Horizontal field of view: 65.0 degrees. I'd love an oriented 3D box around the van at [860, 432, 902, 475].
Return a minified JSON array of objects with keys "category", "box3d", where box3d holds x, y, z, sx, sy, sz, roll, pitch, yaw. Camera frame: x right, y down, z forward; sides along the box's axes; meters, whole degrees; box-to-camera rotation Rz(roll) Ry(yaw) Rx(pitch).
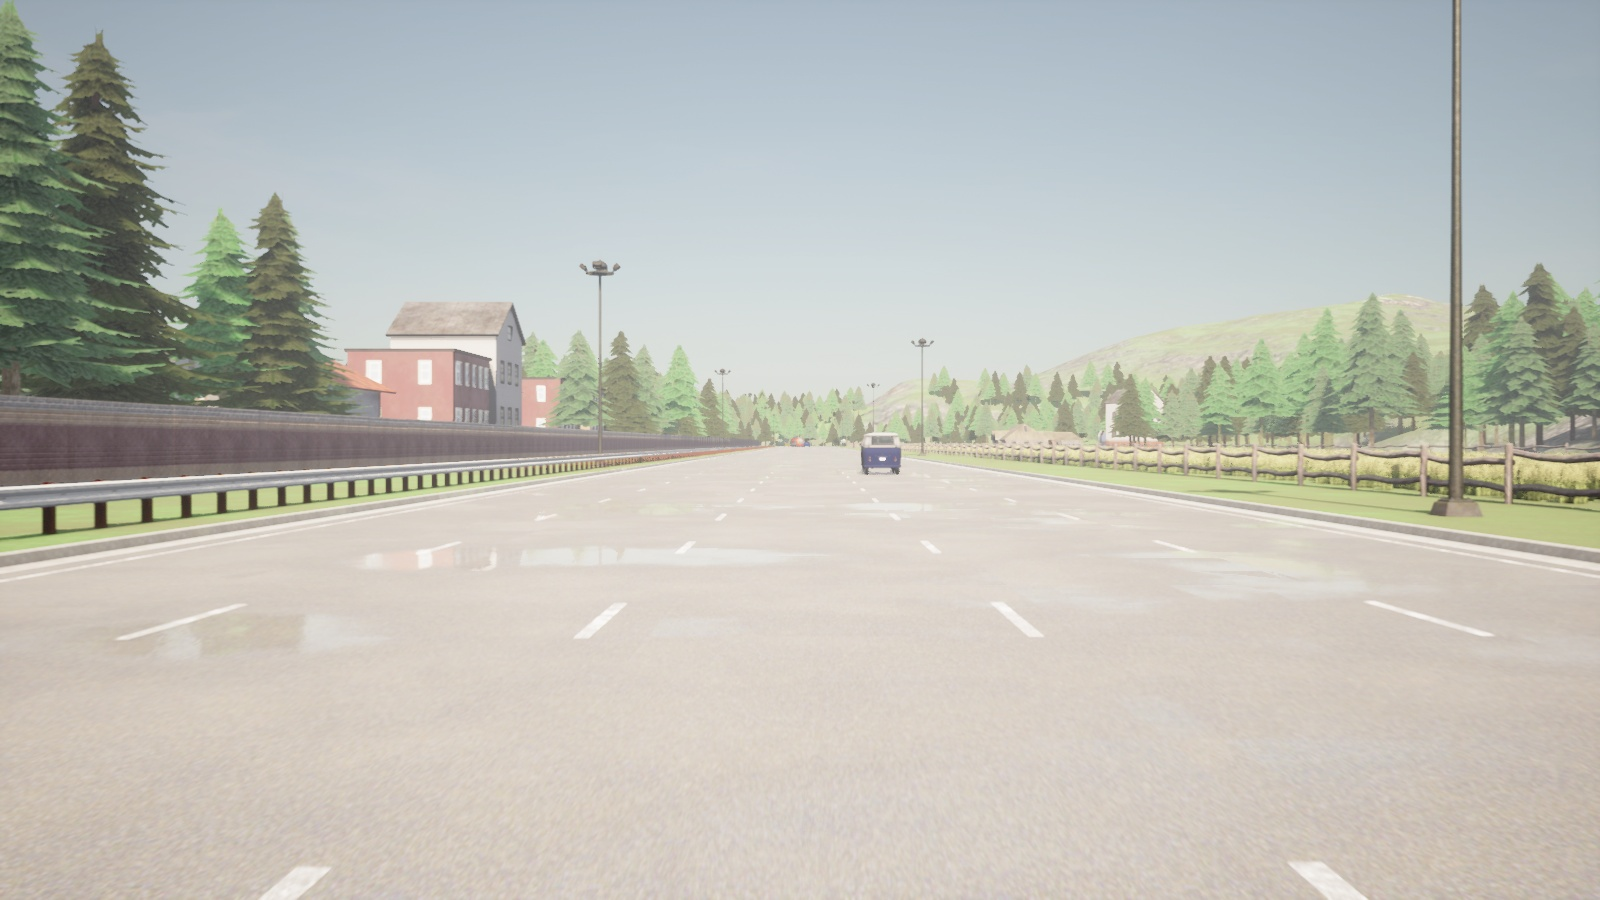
[{"category":"van","box3d":[3.867,0.159,60.853,1.775,1.987,4.442,0,0,0]}]
